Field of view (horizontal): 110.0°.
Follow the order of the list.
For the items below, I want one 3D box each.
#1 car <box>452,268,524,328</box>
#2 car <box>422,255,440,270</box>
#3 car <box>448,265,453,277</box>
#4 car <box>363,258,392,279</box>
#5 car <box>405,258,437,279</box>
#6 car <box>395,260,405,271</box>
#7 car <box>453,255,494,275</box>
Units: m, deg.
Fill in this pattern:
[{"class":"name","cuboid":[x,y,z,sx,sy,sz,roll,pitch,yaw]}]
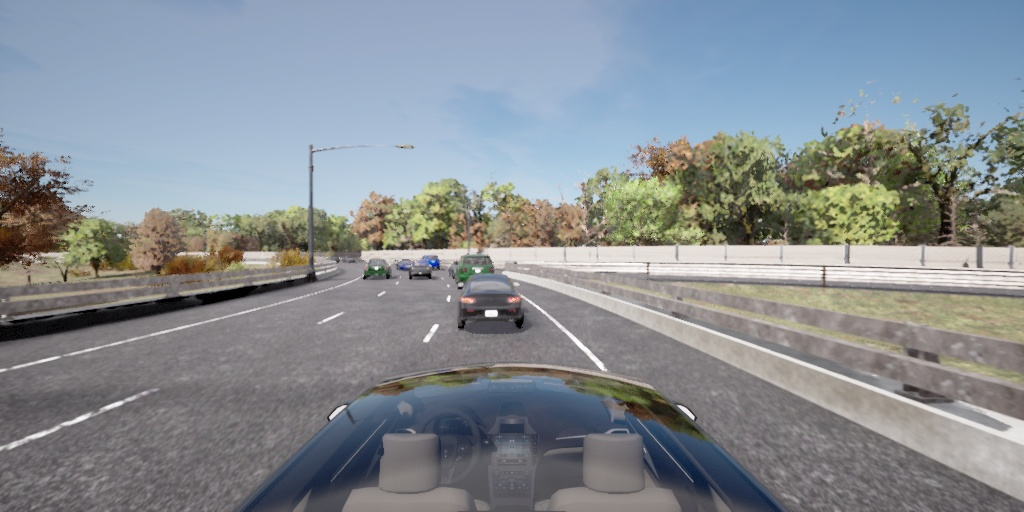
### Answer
[{"class":"car","cuboid":[-0.715,1.259,11.191,1.812,1.442,4.674,0,0,-5]},{"class":"car","cuboid":[-11.780,0.894,50.697,2.150,2.045,5.566,0,0,-25]},{"class":"car","cuboid":[-4.592,1.246,32.001,2.033,1.411,5.357,0,0,-16]},{"class":"car","cuboid":[-11.892,1.057,31.909,2.097,1.767,4.553,0,0,-16]},{"class":"car","cuboid":[-8.068,1.195,31.379,2.128,1.511,4.902,0,0,-16]},{"class":"car","cuboid":[-14.474,1.243,48.111,1.994,1.385,4.181,0,0,-25]},{"class":"car","cuboid":[-2.379,0.935,22.552,2.150,2.045,5.566,0,0,-11]}]
